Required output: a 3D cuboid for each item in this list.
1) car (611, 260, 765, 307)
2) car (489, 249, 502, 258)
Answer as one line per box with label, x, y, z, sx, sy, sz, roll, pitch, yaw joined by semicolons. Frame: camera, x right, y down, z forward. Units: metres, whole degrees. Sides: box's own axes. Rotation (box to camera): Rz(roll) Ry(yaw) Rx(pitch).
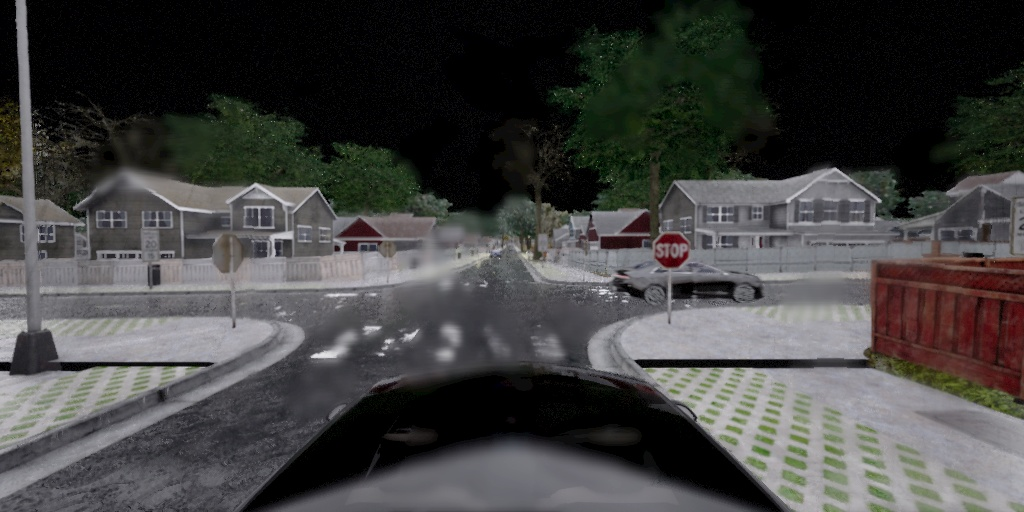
car;5.932;0.852;12.340;4.902;1.511;2.128;-1;2;-1
car;-2.759;-0.404;61.654;1.812;1.442;4.674;0;2;0
